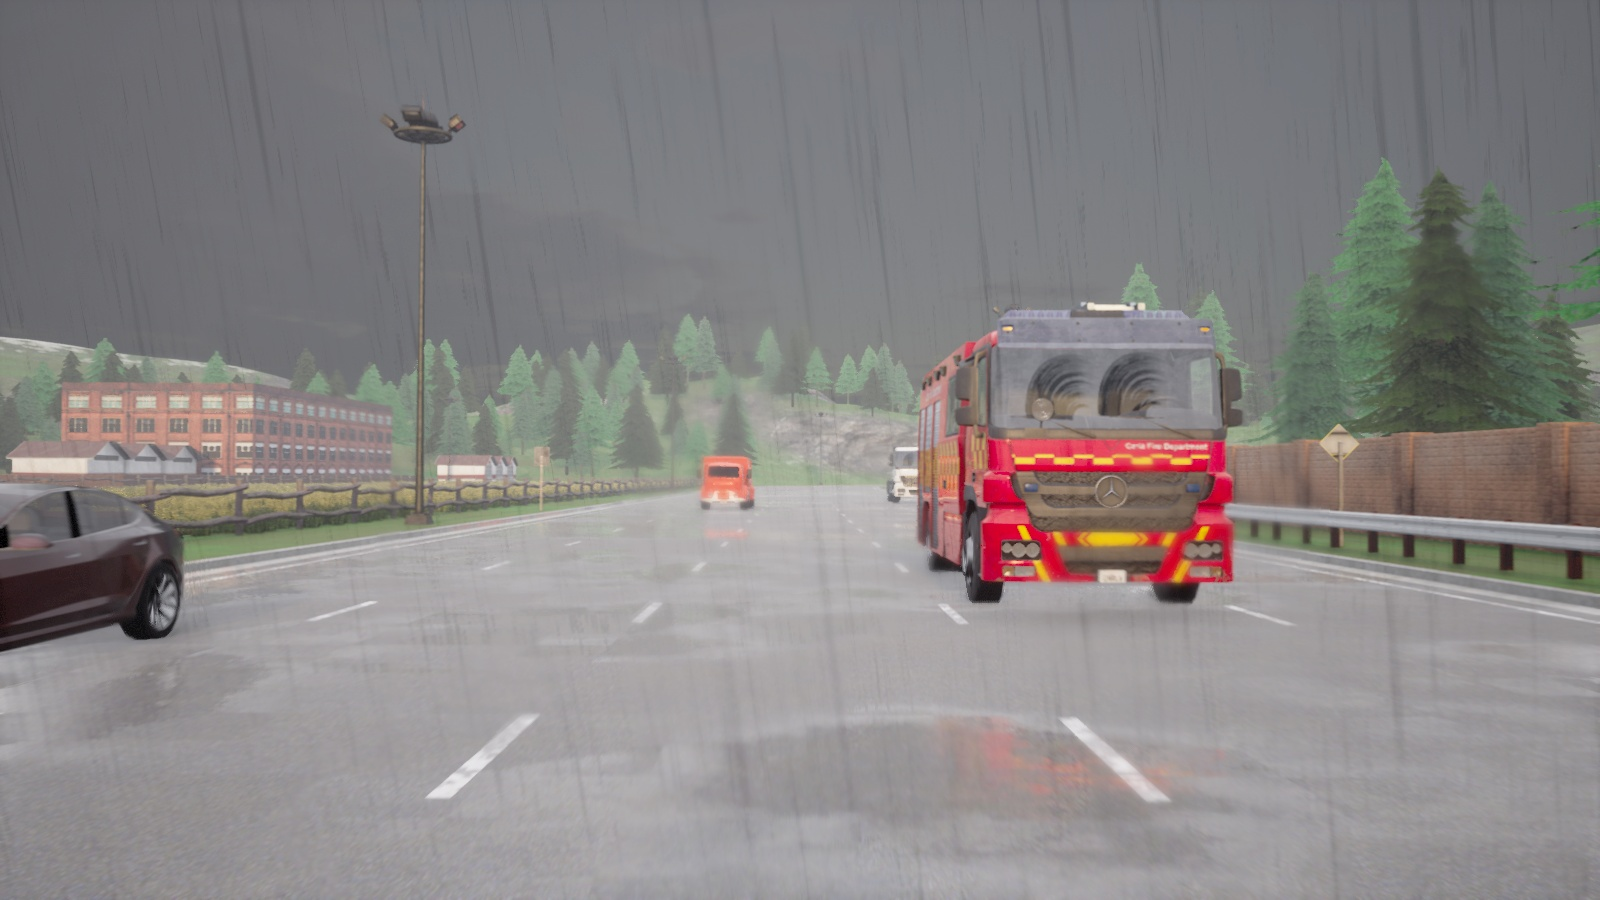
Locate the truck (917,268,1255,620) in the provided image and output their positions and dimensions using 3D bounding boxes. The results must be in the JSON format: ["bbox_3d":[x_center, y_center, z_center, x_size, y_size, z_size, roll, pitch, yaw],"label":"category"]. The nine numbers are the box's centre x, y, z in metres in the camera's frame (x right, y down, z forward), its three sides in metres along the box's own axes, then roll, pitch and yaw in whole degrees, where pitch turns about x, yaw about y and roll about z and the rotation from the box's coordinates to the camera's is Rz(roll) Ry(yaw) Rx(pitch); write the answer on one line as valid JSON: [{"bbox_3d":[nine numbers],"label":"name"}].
[{"bbox_3d":[3.512,0.018,17.956,2.891,3.827,8.468,0,-1,0],"label":"truck"}]

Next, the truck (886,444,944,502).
[{"bbox_3d":[7.086,1.457,78.659,2.891,3.462,7.936,0,-1,0],"label":"truck"}]

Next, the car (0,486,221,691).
[{"bbox_3d":[-6.993,1.066,10.408,2.163,1.488,4.792,0,-1,0],"label":"car"}]

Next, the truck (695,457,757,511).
[{"bbox_3d":[-3.435,1.590,59.435,2.627,2.467,5.204,0,-1,0],"label":"truck"}]
